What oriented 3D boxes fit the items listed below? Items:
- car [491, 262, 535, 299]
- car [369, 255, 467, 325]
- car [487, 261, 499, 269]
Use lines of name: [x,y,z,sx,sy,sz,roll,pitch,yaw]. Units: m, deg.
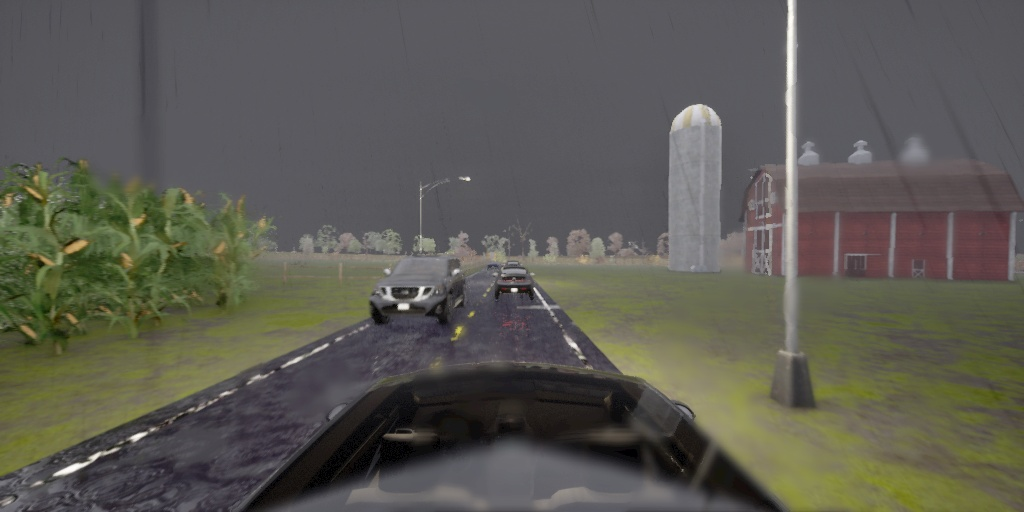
car: [0.102,1.253,18.212,1.837,1.490,4.892,0,0,0]
car: [-2.850,0.969,12.173,2.150,2.045,5.566,0,0,0]
car: [-2.805,1.368,54.958,1.895,1.301,4.718,0,0,1]
